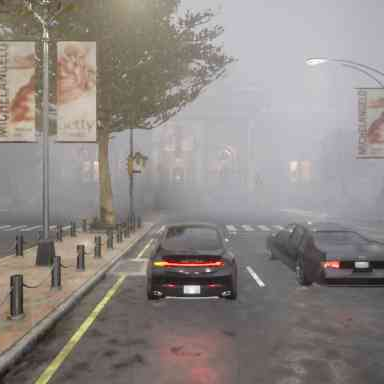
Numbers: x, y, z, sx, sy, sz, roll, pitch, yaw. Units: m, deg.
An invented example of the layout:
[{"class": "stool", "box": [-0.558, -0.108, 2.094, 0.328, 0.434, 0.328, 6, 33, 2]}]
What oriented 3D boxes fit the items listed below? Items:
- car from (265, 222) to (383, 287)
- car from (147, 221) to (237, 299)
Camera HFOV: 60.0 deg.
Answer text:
[{"class": "car", "box": [3.494, 1.547, 9.362, 2.033, 1.411, 5.357, 0, 0, 0]}, {"class": "car", "box": [-0.004, 1.505, 8.397, 1.837, 1.490, 4.892, 0, 0, 0]}]
